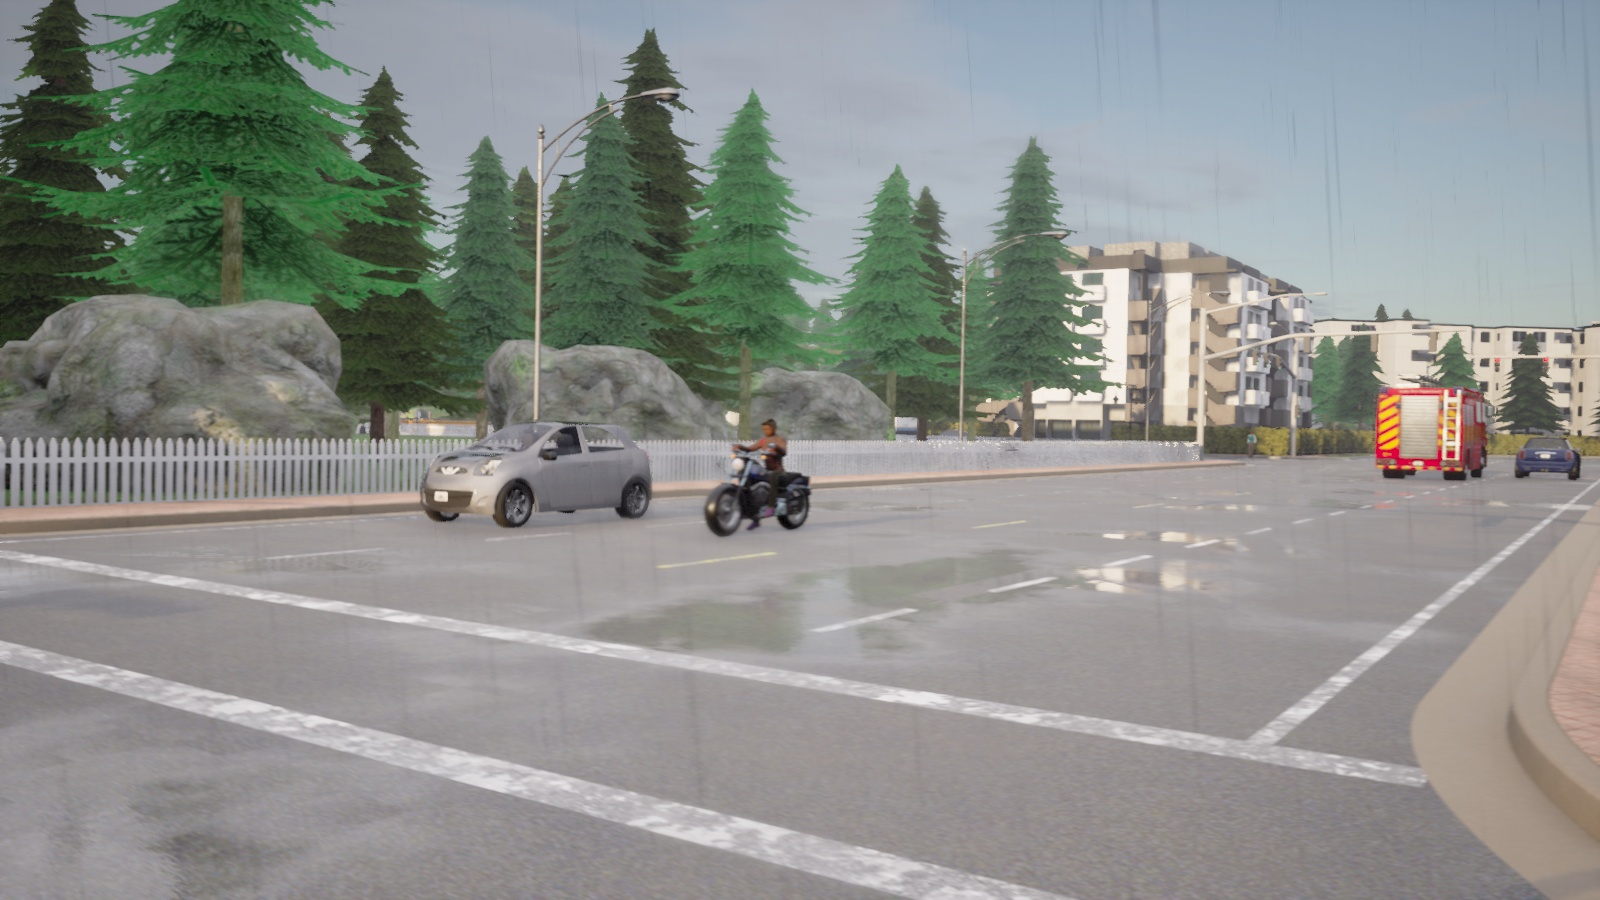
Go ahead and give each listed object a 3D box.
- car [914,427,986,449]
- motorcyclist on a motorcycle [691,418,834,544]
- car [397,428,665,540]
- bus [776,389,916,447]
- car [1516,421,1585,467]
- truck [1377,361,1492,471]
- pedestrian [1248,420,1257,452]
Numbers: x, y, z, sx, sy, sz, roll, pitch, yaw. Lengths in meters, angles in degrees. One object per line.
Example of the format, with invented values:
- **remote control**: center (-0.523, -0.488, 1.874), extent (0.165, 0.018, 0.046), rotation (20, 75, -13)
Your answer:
- **car**: center (10.402, -0.837, 87.169), extent (4.674, 1.442, 1.812), rotation (1, 1, 35)
- **motorcyclist on a motorcycle**: center (-0.482, 0.382, 17.555), extent (0.766, 1.649, 2.350), rotation (1, 1, 34)
- **car**: center (-3.906, 0.418, 18.738), extent (1.845, 1.501, 3.633), rotation (1, 1, 34)
- **bus**: center (3.431, -2.426, 96.403), extent (10.273, 4.253, 3.944), rotation (1, 1, 35)
- **car**: center (30.284, -0.282, 50.619), extent (2.097, 1.767, 4.553), rotation (1, 1, 34)
- **truck**: center (24.579, -1.273, 48.402), extent (2.891, 3.827, 8.468), rotation (1, 1, 34)
- **pedestrian**: center (28.034, -0.868, 77.820), extent (0.396, 1.930, 0.692), rotation (1, 1, 27)
